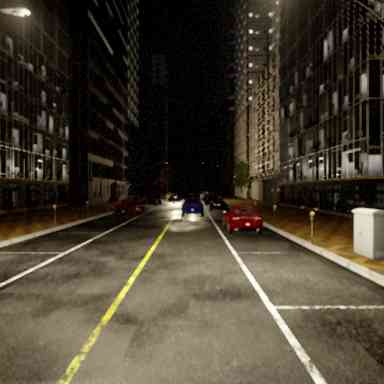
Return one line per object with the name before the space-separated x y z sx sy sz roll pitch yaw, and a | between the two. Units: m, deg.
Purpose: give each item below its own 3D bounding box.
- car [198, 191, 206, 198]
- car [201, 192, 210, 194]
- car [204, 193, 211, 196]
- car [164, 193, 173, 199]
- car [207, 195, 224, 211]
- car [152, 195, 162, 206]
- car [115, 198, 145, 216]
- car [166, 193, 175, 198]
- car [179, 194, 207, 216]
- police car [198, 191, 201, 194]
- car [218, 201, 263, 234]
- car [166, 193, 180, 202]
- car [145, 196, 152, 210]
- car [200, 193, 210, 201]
car | 2.722 0.607 92.313 2.192 1.841 5.009 0 0 0
car | 2.710 1.143 58.162 1.947 1.339 4.313 0 0 0
car | 2.707 1.232 46.778 1.947 1.339 4.313 0 0 0
car | -5.663 0.916 80.773 1.752 1.417 4.829 0 0 0
car | 2.703 1.318 35.394 1.947 1.339 4.313 0 0 0
car | -5.674 1.211 46.789 1.887 1.381 4.507 0 0 0
car | -5.679 1.339 29.711 1.887 1.381 4.507 0 0 0
car | -5.661 0.891 86.637 2.008 1.369 4.403 0 0 0
car | 0.073 1.272 29.680 1.882 1.535 5.008 0 1 0
police car | 0.020 1.035 54.027 1.930 1.638 5.238 0 0 0
car | 2.698 1.421 18.318 1.887 1.381 4.507 0 0 0
car | -3.033 1.137 58.651 1.994 1.385 4.181 0 0 0
car | -5.678 1.334 35.405 1.802 1.307 4.206 0 0 0
car | 2.714 0.925 69.546 1.967 1.590 4.097 0 0 0
